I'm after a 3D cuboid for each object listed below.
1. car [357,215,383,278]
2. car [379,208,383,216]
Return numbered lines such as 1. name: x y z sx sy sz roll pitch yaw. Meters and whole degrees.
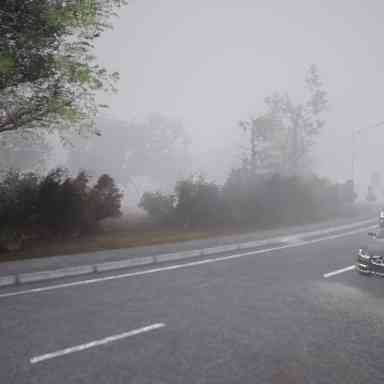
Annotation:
1. car: 6.378 1.526 9.365 4.892 1.490 1.837 0 0 -42
2. car: 13.698 1.395 21.524 2.097 1.767 4.553 0 0 41
